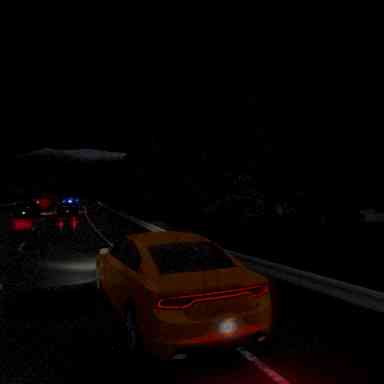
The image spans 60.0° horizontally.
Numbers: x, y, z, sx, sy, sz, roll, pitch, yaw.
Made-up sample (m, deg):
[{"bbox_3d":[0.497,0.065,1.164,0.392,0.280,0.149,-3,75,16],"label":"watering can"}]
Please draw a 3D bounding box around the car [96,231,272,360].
[{"bbox_3d":[-0.584,1.478,6.283,1.882,1.535,5.008,0,0,-24],"label":"car"}]

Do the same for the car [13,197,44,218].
[{"bbox_3d":[-14.914,1.503,30.203,1.837,1.490,4.892,0,0,-19],"label":"car"}]

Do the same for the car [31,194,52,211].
[{"bbox_3d":[-18.278,1.219,40.120,2.150,2.045,5.566,0,0,-19],"label":"car"}]

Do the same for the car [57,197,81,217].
[{"bbox_3d":[-11.732,1.490,31.576,2.128,1.511,4.902,0,0,-19],"label":"car"}]

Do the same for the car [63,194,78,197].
[{"bbox_3d":[-15.105,1.220,41.495,2.150,2.045,5.566,0,0,-18],"label":"car"}]
